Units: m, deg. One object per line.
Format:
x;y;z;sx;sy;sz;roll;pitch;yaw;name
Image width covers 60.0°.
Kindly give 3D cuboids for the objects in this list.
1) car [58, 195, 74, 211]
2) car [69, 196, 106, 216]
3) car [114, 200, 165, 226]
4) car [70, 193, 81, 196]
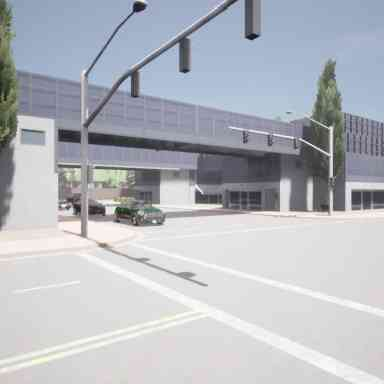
-16.407;1.492;40.922;2.128;1.511;4.902;0;0;-36;car
-9.932;1.478;32.013;1.882;1.535;5.008;0;0;-36;car
-3.771;1.352;23.552;2.097;1.767;4.553;0;0;-36;car
-20.707;1.221;59.043;2.150;2.045;5.566;0;0;-36;car
